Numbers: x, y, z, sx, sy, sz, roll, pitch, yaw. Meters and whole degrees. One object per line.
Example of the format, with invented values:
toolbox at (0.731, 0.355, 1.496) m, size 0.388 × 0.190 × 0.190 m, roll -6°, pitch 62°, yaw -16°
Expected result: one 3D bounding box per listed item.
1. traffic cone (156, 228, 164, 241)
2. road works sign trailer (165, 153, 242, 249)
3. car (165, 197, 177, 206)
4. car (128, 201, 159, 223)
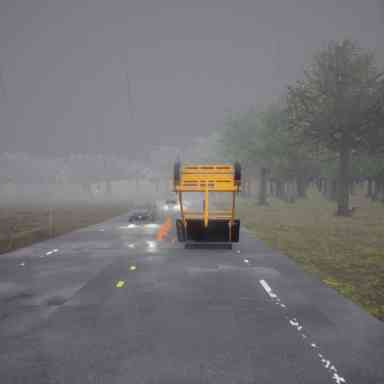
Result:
traffic cone at (-1.466, 1.942, 15.335) m, size 0.340 × 0.580 × 0.340 m, roll 0°, pitch 0°, yaw 0°
road works sign trailer at (0.549, 0.920, 11.782) m, size 2.380 × 3.560 × 2.880 m, roll 0°, pitch 45°, yaw 4°
car at (-3.424, 1.530, 54.922) m, size 1.895 × 1.301 × 4.718 m, roll 0°, pitch 0°, yaw 0°
car at (-3.564, 1.482, 25.257) m, size 1.837 × 1.490 × 4.892 m, roll 0°, pitch 0°, yaw 0°
